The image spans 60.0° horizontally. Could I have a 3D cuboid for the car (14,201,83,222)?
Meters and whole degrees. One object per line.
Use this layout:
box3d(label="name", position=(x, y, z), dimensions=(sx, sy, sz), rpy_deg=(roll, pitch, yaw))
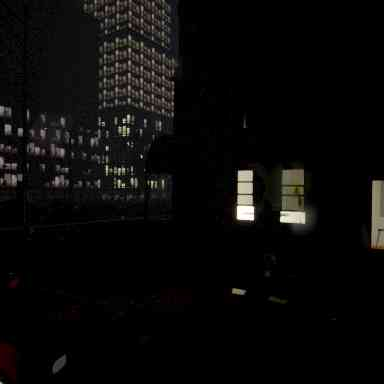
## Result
box3d(label="car", position=(-11.721, 1.690, 27.428), dimensions=(2.008, 1.369, 4.403), rpy_deg=(1, 0, 34))

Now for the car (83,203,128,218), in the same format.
box3d(label="car", position=(-8.631, 1.731, 31.956), dimensions=(1.947, 1.339, 4.313), rpy_deg=(1, 0, 34))

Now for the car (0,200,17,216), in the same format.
box3d(label="car", position=(-16.886, 1.548, 30.353), dimensions=(1.837, 1.490, 4.892), rpy_deg=(1, 0, 34))

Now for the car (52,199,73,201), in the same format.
box3d(label="car", position=(-15.167, 1.474, 37.700), dimensions=(1.967, 1.590, 4.097), rpy_deg=(1, 0, 34))

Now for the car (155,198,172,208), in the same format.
box3d(label="car", position=(-4.689, 1.638, 48.196), dimensions=(2.128, 1.511, 4.902), rpy_deg=(1, 0, 35))

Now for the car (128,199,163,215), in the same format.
box3d(label="car", position=(-5.543, 1.773, 36.483), dimensions=(1.802, 1.307, 4.206), rpy_deg=(1, 0, 34))

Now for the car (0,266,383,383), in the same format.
box3d(label="car", position=(-0.024, 1.544, 2.839), dimensions=(4.507, 1.381, 1.887), rpy_deg=(0, 1, 34))
